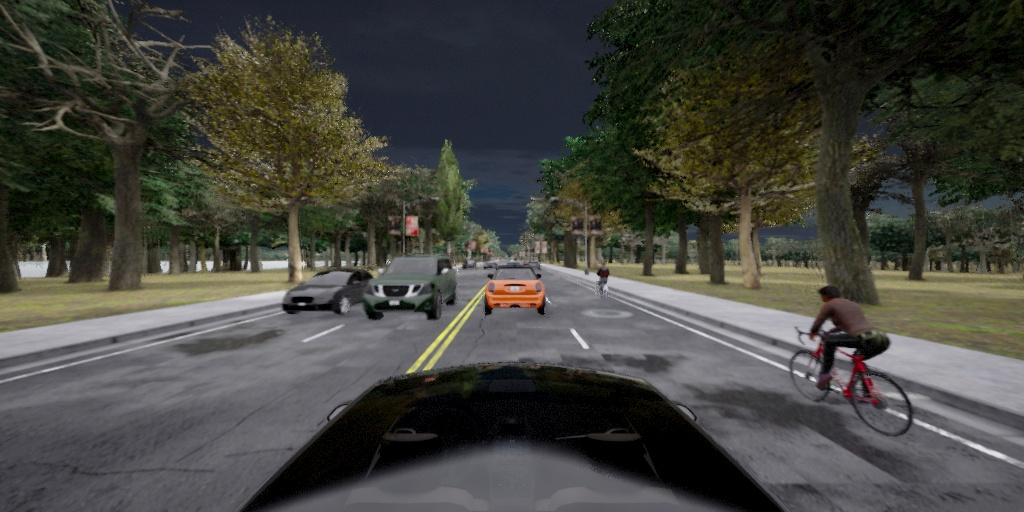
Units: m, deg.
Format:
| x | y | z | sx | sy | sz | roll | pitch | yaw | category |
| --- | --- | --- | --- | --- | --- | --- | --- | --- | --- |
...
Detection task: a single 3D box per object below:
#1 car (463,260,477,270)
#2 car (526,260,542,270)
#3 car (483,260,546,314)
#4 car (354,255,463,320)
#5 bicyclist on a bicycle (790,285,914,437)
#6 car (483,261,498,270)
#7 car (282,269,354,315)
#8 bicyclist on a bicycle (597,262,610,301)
| x | y | z | sx | sy | sz | roll | pitch | yaw | category |
| --- | --- | --- | --- | --- | --- | --- | --- | --- | --- |
| -6.550 | 1.354 | 55.831 | 1.882 | 1.535 | 5.008 | 0 | 0 | 0 | car |
| 3.360 | 1.369 | 56.060 | 2.128 | 1.511 | 4.902 | 0 | 0 | 0 | car |
| 0.102 | 1.111 | 14.025 | 2.097 | 1.767 | 4.553 | 0 | 0 | 0 | car |
| -3.347 | 0.979 | 12.955 | 2.150 | 2.045 | 5.566 | 0 | 0 | 0 | car |
| 4.141 | 1.204 | 4.523 | 0.582 | 1.620 | 1.656 | 0 | 0 | 0 | bicyclist on a bicycle |
| -3.300 | 1.435 | 54.840 | 1.994 | 1.385 | 4.181 | 0 | 0 | 1 | car |
| -6.596 | 1.263 | 13.677 | 1.837 | 1.490 | 4.892 | 0 | 0 | 0 | car |
| 4.144 | 1.132 | 16.445 | 0.659 | 1.776 | 1.843 | 0 | 0 | 0 | bicyclist on a bicycle |
